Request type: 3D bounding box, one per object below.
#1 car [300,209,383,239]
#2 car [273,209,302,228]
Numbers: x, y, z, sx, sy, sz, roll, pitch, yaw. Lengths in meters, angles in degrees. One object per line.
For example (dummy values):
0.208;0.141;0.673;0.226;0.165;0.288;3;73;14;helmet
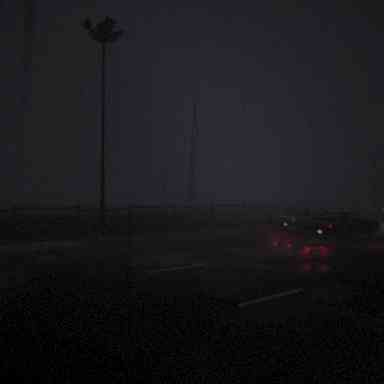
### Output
8.339;1.758;18.292;4.718;1.301;1.895;1;0;-35;car
7.669;1.773;22.114;4.718;1.301;1.895;1;0;-35;car
